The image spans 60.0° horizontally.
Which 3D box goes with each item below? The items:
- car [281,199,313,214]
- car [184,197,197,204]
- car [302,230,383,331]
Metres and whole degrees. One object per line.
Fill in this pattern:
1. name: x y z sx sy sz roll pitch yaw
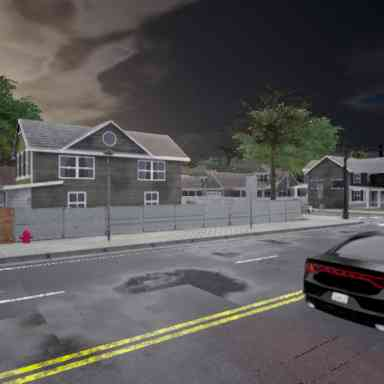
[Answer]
1. car: 10.288 1.517 34.743 2.128 1.511 4.902 0 0 -35
2. car: -0.524 1.538 50.024 1.882 1.535 5.008 0 0 -35
3. car: 4.260 1.477 6.480 5.008 1.535 1.882 1 0 -35
